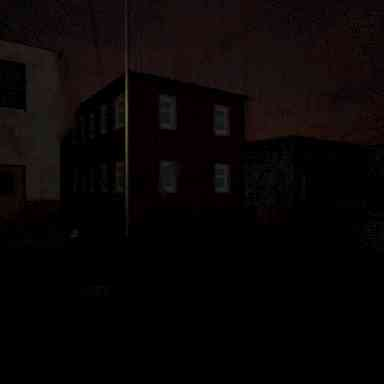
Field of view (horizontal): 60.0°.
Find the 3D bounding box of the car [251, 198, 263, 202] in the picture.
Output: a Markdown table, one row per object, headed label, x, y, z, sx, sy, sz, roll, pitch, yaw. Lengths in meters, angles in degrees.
| label | x | y | z | sx | sy | sz | roll | pitch | yaw |
| --- | --- | --- | --- | --- | --- | --- | --- | --- | --- |
| car | 5.838 | 1.321 | 36.604 | 1.882 | 1.535 | 5.008 | 0 | 0 | -36 |
